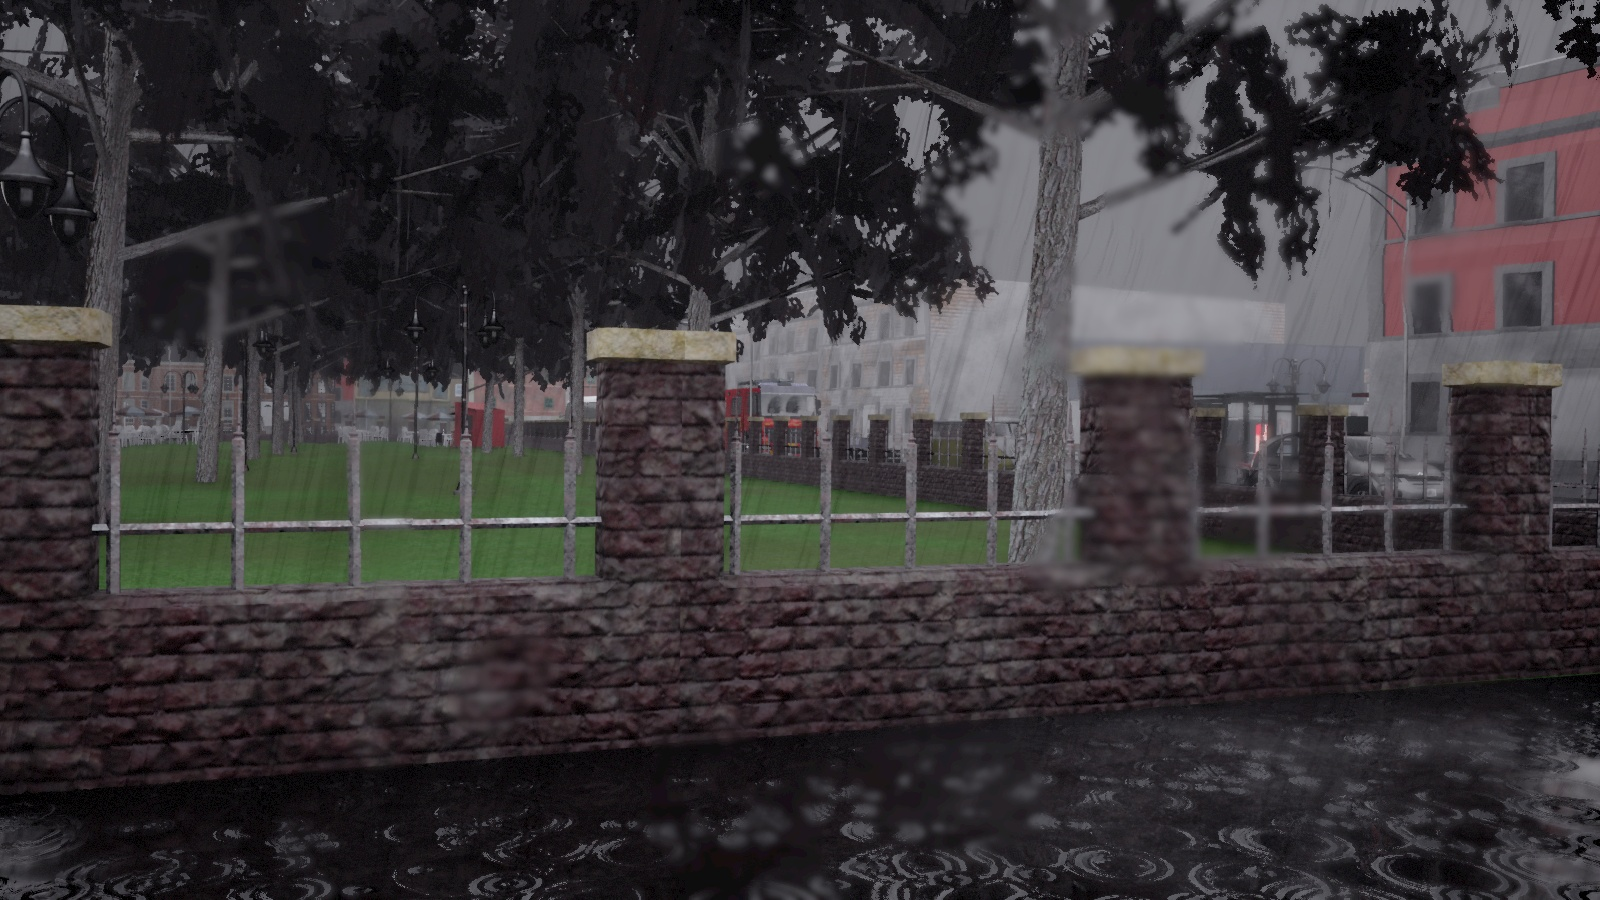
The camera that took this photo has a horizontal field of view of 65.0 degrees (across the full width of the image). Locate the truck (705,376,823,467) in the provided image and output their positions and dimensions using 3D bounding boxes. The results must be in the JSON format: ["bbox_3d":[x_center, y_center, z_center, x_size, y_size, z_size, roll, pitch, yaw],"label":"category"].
[{"bbox_3d":[-1.803,-1.282,57.441,2.891,3.827,8.468,-1,1,-20],"label":"truck"}]

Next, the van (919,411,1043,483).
[{"bbox_3d":[5.323,-0.116,37.445,1.775,1.987,4.442,-1,1,-20],"label":"van"}]

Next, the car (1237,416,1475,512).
[{"bbox_3d":[10.278,0.202,23.553,1.851,1.617,3.988,-1,1,-19],"label":"car"}]

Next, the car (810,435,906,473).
[{"bbox_3d":[2.087,0.118,46.563,1.895,1.301,4.718,-1,1,-20],"label":"car"}]
